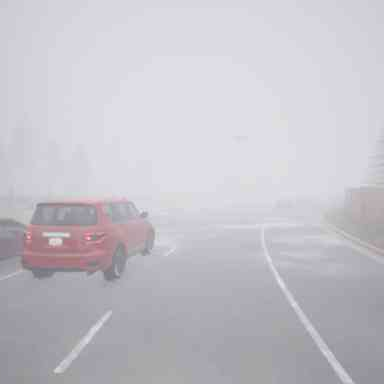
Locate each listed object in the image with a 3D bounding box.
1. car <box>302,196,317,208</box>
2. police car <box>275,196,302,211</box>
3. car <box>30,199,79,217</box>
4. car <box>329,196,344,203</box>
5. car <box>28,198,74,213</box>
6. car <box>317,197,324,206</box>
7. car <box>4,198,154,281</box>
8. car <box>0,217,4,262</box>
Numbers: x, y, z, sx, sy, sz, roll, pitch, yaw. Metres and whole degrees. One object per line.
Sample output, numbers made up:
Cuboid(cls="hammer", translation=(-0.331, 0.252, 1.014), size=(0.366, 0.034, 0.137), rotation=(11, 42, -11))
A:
Cuboid(cls="car", translation=(16.131, 1.310, 48.271), size=(2.097, 1.767, 4.553), rotation=(0, 0, 34))
Cuboid(cls="police car", translation=(11.686, 1.380, 40.979), size=(1.930, 1.638, 5.238), rotation=(0, 0, 28))
Cuboid(cls="car", translation=(-12.607, 1.418, 30.779), size=(1.994, 1.385, 4.181), rotation=(0, 0, 18))
Cuboid(cls="car", translation=(28.081, 1.394, 64.043), size=(4.181, 1.385, 1.994), rotation=(0, 0, -41))
Cuboid(cls="car", translation=(-14.832, 1.357, 35.200), size=(1.812, 1.442, 4.674), rotation=(0, 0, 20))
Cuboid(cls="car", translation=(19.316, 1.419, 52.667), size=(1.801, 1.575, 5.366), rotation=(0, 0, 38))
Cuboid(cls="car", translation=(-2.696, 1.181, 9.971), size=(2.150, 2.045, 5.566), rotation=(0, 0, 6))
Cuboid(cls="car", translation=(-6.152, 1.467, 10.203), size=(1.812, 1.442, 4.674), rotation=(0, 0, 6))
